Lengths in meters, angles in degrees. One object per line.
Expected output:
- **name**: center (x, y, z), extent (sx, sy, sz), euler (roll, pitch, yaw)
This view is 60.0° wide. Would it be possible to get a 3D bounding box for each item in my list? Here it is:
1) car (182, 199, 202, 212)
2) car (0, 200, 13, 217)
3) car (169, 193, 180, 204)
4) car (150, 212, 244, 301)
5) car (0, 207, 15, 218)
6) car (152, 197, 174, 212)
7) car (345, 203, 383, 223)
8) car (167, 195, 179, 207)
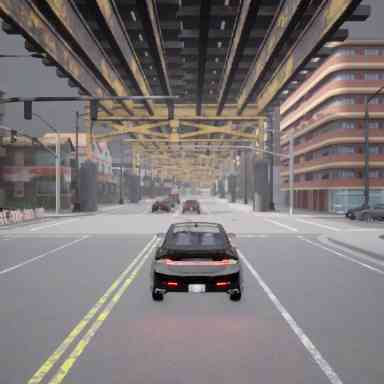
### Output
- **car**: center (0.005, 1.526, 36.491), extent (1.812, 1.442, 4.674), euler (0, 0, 2)
- **car**: center (-16.709, 1.295, 26.001), extent (4.536, 1.218, 1.853), euler (0, 0, -20)
- **car**: center (-3.329, 1.200, 60.527), extent (2.150, 2.045, 5.566), euler (0, 0, 1)
- **car**: center (0.105, 1.492, 8.321), extent (2.128, 1.511, 4.902), euler (0, 0, 0)
- **car**: center (-16.660, 1.453, 26.019), extent (4.974, 1.542, 2.038), euler (0, 0, -20)
- **car**: center (-3.457, 1.601, 37.984), extent (1.895, 1.301, 4.718), euler (0, 0, 1)
- **car**: center (14.023, 1.564, 25.341), extent (4.181, 1.385, 1.994), euler (0, 0, 0)
- **car**: center (-3.404, 1.547, 48.351), extent (2.033, 1.411, 5.357), euler (0, 0, 0)
